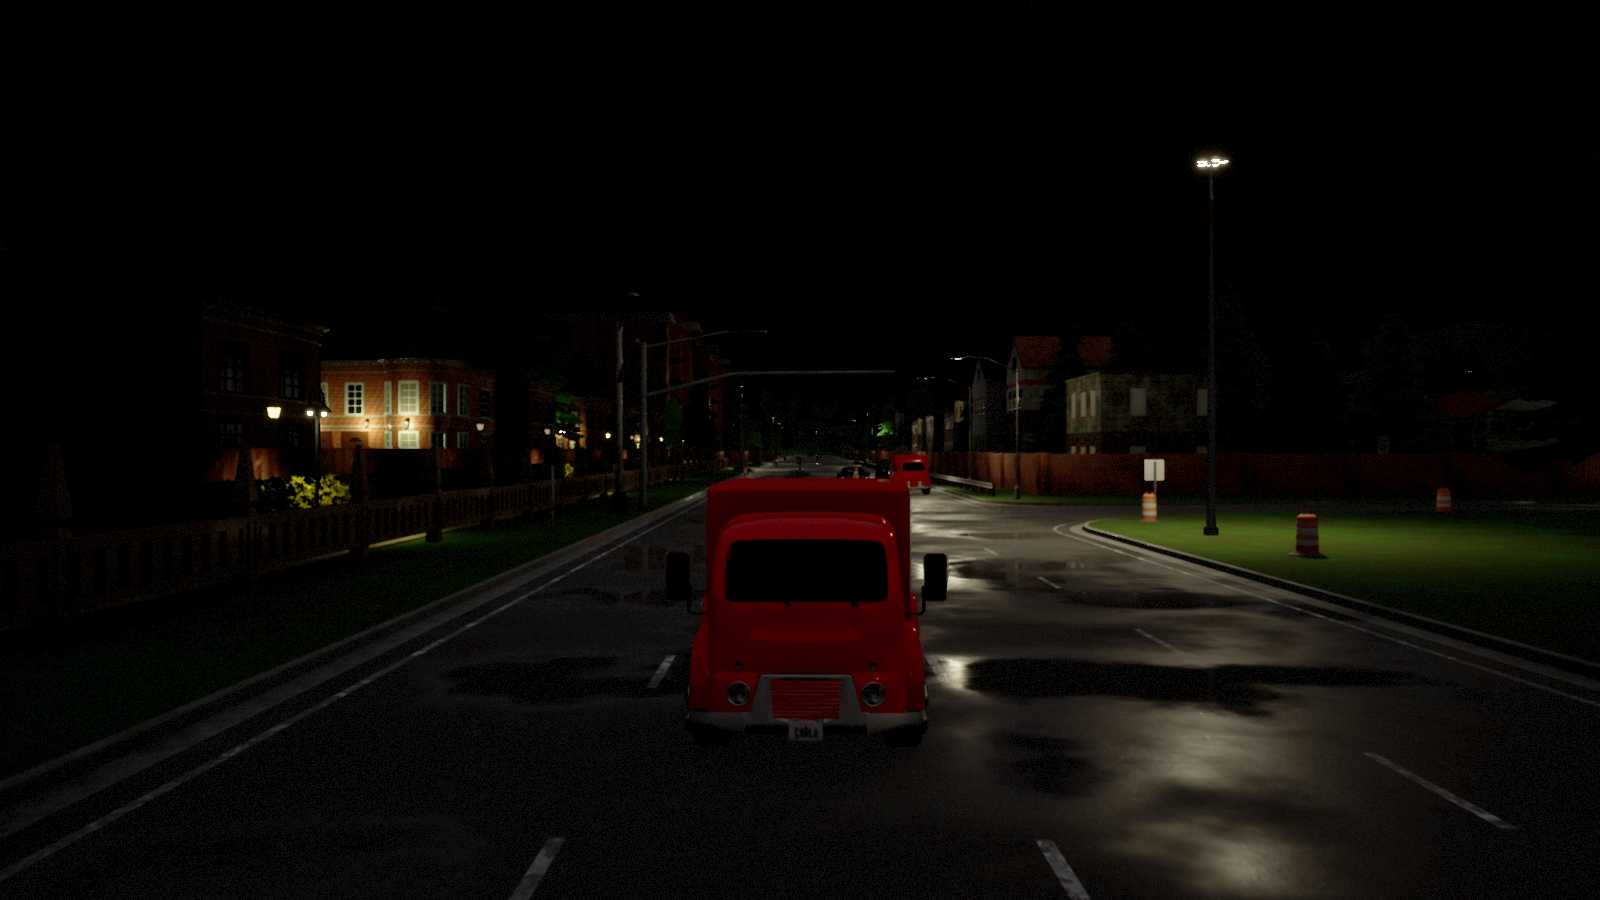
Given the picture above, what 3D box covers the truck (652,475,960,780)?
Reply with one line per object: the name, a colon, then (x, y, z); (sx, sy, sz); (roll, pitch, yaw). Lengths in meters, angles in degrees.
truck: (0.095, 1.562, 12.336); (2.627, 2.467, 5.204); (0, 0, 1)
